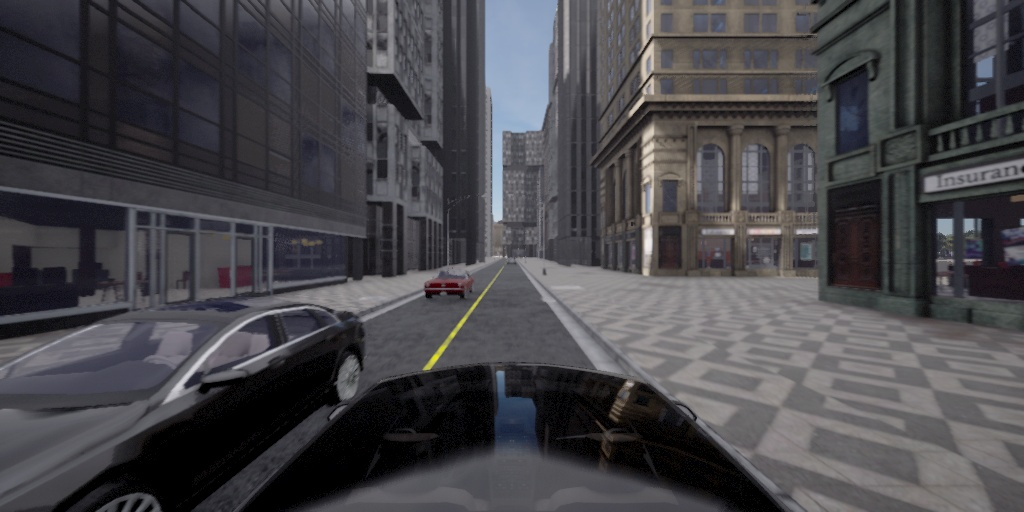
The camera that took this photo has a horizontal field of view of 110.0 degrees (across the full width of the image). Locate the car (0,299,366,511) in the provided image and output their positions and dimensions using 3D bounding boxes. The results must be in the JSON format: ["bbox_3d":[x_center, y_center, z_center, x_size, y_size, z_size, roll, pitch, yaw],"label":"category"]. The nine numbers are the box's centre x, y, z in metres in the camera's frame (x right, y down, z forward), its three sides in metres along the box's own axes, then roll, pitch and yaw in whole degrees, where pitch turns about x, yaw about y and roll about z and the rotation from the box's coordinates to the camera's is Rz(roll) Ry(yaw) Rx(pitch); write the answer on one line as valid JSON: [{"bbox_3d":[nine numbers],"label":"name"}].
[{"bbox_3d":[-3.089,1.242,3.429,2.128,1.511,4.902,0,0,0],"label":"car"}]

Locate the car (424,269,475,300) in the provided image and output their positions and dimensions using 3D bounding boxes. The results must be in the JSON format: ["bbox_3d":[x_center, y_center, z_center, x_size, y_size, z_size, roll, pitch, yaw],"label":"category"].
[{"bbox_3d":[-3.011,1.352,17.992,1.895,1.301,4.718,0,0,0],"label":"car"}]
